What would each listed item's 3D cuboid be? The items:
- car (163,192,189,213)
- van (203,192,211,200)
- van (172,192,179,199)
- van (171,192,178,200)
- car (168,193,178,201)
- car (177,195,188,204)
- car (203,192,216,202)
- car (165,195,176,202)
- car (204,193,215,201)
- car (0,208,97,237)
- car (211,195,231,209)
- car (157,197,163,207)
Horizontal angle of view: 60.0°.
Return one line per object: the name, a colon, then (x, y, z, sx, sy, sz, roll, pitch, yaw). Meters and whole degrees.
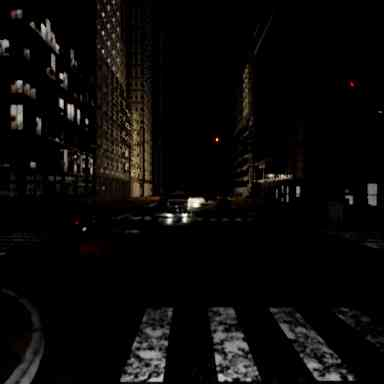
car: (-1.547, 1.078, 35.747, 2.150, 2.045, 5.566, 0, 0, 0)
van: (3.616, 0.960, 81.084, 1.690, 1.788, 3.998, 0, 0, 0)
van: (-4.294, 0.930, 86.569, 1.690, 1.788, 3.998, 0, 0, 0)
van: (-4.264, 0.960, 81.042, 1.690, 1.788, 3.998, 0, 0, 0)
car: (-4.234, 1.090, 75.515, 1.967, 1.590, 4.097, 0, 0, 0)
car: (-1.621, 1.276, 57.089, 1.812, 1.442, 4.674, 0, 0, 0)
car: (3.706, 1.026, 64.501, 2.192, 1.841, 5.009, 0, 0, 0)
car: (-4.174, 1.277, 64.460, 1.947, 1.339, 4.313, 0, 0, 0)
car: (3.676, 1.120, 70.030, 1.967, 1.590, 4.097, 0, 0, 0)
car: (-7.297, 1.421, 16.618, 4.718, 1.301, 1.895, 1, 0, 18)
car: (3.876, 1.390, 42.394, 1.947, 1.339, 4.313, 0, 0, 0)
car: (-4.084, 1.379, 47.878, 1.802, 1.307, 4.206, 0, 0, 0)
